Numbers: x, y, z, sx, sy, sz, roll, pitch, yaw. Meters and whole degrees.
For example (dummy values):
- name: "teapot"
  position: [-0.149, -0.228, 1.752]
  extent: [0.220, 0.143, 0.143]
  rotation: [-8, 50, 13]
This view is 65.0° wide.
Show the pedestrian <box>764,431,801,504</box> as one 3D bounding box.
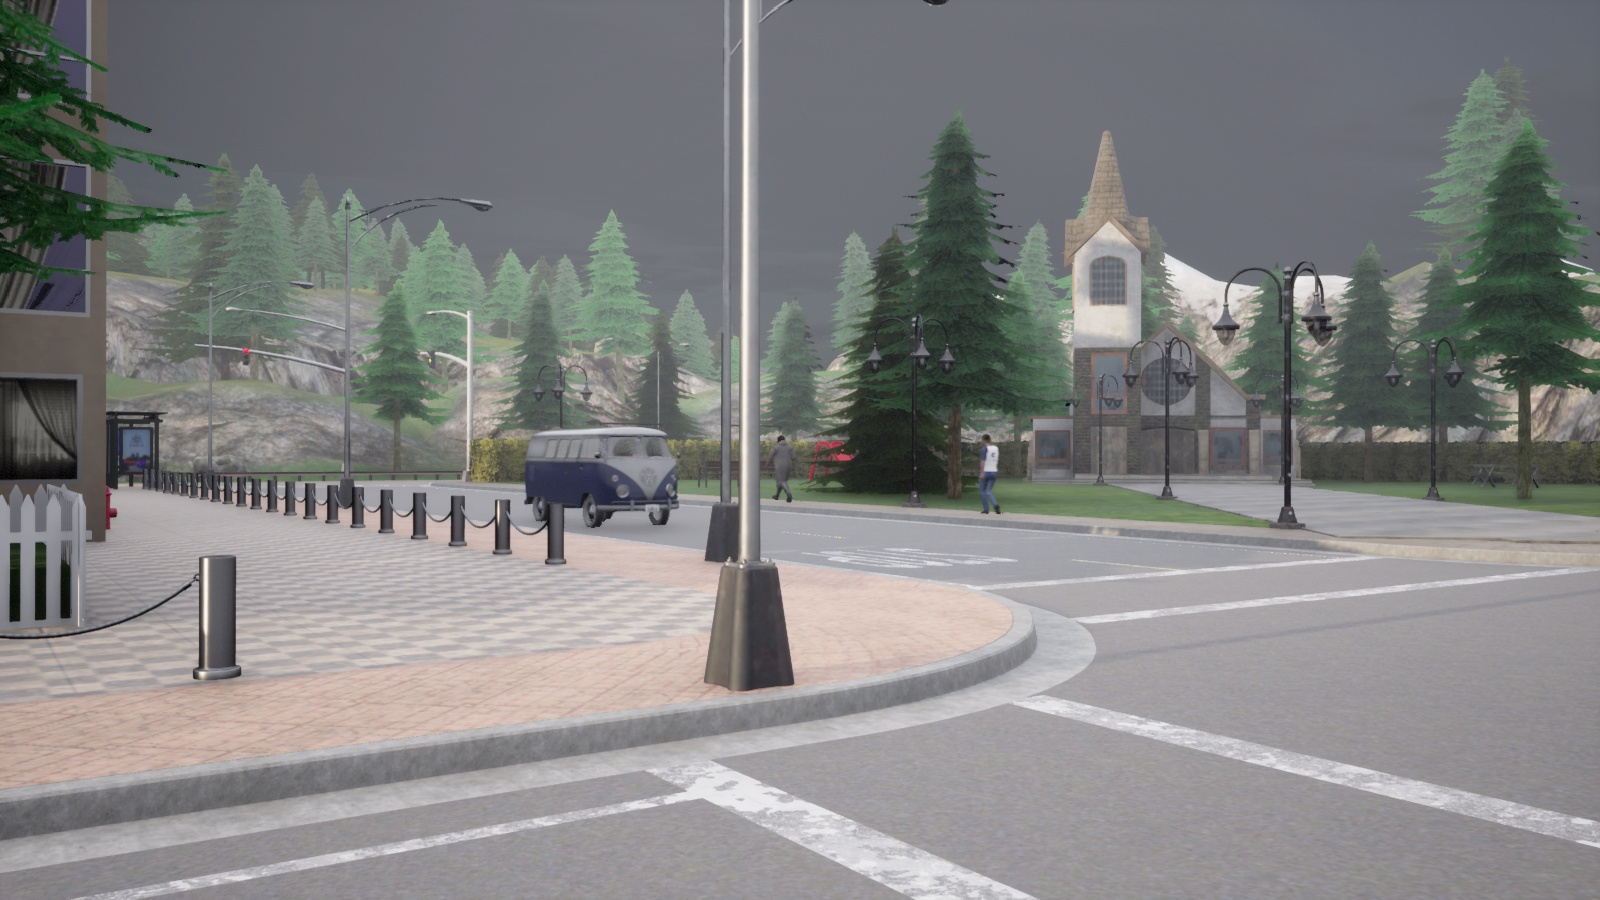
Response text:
- name: "pedestrian"
  position: [-0.488, 0.475, 34.064]
  extent: [0.659, 1.952, 0.873]
  rotation: [0, 0, -30]

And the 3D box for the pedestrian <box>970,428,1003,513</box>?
- name: "pedestrian"
  position: [4.075, 0.447, 27.420]
  extent: [0.354, 1.836, 0.706]
  rotation: [0, 0, -28]

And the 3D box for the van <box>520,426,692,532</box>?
- name: "van"
  position: [-4.094, 0.554, 25.896]
  extent: [1.775, 1.987, 4.442]
  rotation: [0, 0, -34]
